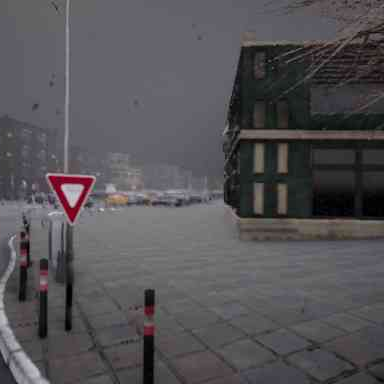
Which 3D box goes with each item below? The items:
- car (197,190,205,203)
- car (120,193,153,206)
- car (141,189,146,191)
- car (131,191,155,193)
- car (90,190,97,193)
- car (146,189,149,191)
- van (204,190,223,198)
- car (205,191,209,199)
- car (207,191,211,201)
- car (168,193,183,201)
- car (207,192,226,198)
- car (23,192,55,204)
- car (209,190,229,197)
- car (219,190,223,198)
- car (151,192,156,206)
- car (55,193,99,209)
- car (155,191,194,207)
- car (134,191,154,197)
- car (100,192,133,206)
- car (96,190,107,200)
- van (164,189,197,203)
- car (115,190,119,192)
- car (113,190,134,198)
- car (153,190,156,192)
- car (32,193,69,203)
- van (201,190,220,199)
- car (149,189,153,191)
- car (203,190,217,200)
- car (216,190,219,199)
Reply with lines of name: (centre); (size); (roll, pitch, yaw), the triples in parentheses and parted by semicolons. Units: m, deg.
car: (-0.697, 0.999, 57.328); (4.553, 1.767, 2.185); (1, 1, 13)
car: (-7.744, 1.239, 47.339); (2.033, 1.411, 5.357); (1, 1, 13)
car: (-15.194, 0.559, 85.060); (4.892, 1.521, 2.231); (1, 1, 13)
car: (-8.565, 1.036, 57.389); (1.882, 1.535, 5.008); (1, 1, 13)
car: (-20.608, 0.848, 60.845); (4.892, 1.521, 2.231); (1, 1, 13)
car: (-14.594, 0.531, 87.751); (4.892, 1.521, 2.231); (1, 1, 13)
van: (5.459, 0.567, 84.425); (4.442, 1.987, 1.878); (1, 1, 13)
car: (-0.099, 1.087, 60.171); (5.008, 1.535, 2.097); (1, 1, 13)
car: (0.492, 1.055, 62.759); (4.892, 1.521, 2.231); (1, 1, 13)
car: (-3.258, 0.937, 67.592); (1.882, 1.535, 5.008); (1, 1, 13)
car: (6.527, 0.765, 89.885); (4.792, 1.488, 2.163); (1, 1, 13)
car: (-22.973, 0.828, 50.062); (4.553, 1.767, 2.185); (1, 1, 13)
car: (7.747, 0.433, 95.306); (5.566, 2.045, 2.435); (1, 1, 13)
car: (4.159, 0.600, 79.021); (5.566, 2.045, 2.435); (1, 1, 13)
car: (-5.457, 1.191, 57.520); (1.895, 1.301, 4.718); (1, 1, 13)
car: (-12.702, 1.219, 37.067); (2.128, 1.511, 4.902); (1, 1, 8)
car: (-2.519, 1.089, 49.186); (4.553, 1.767, 2.185); (1, 1, 13)
car: (-13.394, 0.479, 93.132); (4.892, 1.521, 2.231); (1, 1, 13)
car: (-10.766, 1.130, 47.557); (1.882, 1.535, 5.008); (1, 1, 13)
car: (-19.427, 0.529, 66.227); (5.566, 2.045, 2.435); (1, 1, 13)
van: (-2.027, 0.961, 52.054); (4.442, 1.987, 1.878); (1, 1, 13)
car: (-18.621, 0.746, 68.875); (5.366, 1.575, 1.946); (1, 1, 13)
car: (-16.430, 0.491, 79.684); (4.553, 1.767, 2.185); (1, 1, 13)
car: (-6.368, 0.960, 67.435); (1.812, 1.442, 4.674); (1, 1, 13)
car: (-22.409, 0.931, 52.768); (5.008, 1.535, 2.097); (1, 1, 13)
van: (4.625, 0.592, 81.766); (4.442, 1.987, 1.878); (1, 1, 13)
car: (-13.994, 0.505, 90.442); (4.892, 1.521, 2.231); (1, 1, 13)
car: (1.881, 0.982, 68.143); (5.366, 1.575, 1.946); (1, 1, 13)
car: (2.310, 0.695, 71.020); (5.566, 2.045, 2.435); (1, 1, 13)
